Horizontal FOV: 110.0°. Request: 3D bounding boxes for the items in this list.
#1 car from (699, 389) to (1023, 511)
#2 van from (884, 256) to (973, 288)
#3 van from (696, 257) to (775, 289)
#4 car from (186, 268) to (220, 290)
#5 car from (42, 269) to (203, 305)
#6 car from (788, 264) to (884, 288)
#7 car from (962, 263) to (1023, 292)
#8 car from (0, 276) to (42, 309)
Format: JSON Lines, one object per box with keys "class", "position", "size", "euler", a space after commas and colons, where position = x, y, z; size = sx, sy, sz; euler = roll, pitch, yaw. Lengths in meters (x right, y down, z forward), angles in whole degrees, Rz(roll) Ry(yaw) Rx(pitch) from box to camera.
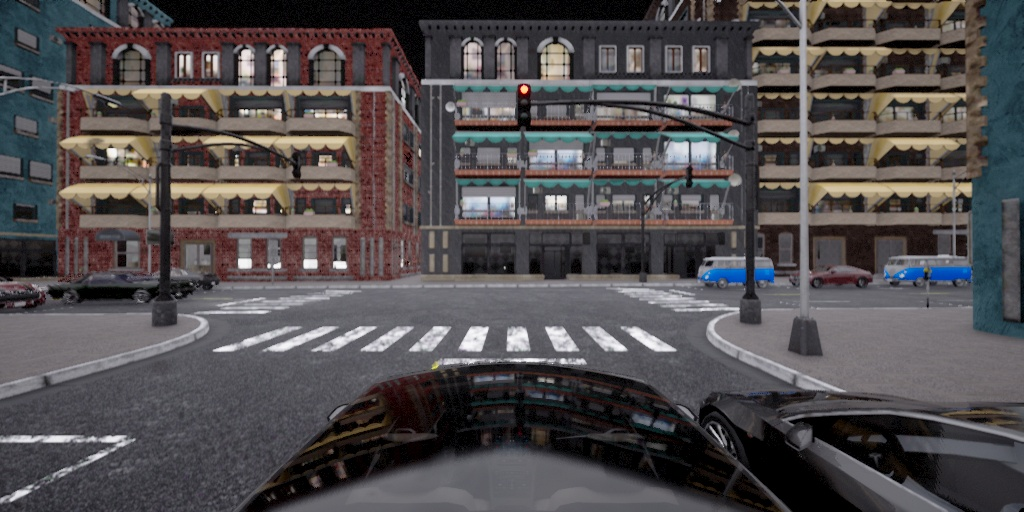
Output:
{"class": "car", "position": [2.566, 1.316, 1.497], "size": [1.948, 1.339, 4.313], "euler": [0, 0, 0]}
{"class": "van", "position": [24.360, 0.894, 21.136], "size": [3.998, 1.789, 1.690], "euler": [0, 0, 0]}
{"class": "van", "position": [13.080, 0.963, 21.071], "size": [3.998, 1.789, 1.690], "euler": [0, 0, 0]}
{"class": "car", "position": [-19.705, 1.383, 21.014], "size": [4.403, 1.370, 2.007], "euler": [0, 0, 0]}
{"class": "car", "position": [-16.742, 1.379, 15.591], "size": [4.718, 1.301, 1.895], "euler": [0, 0, 0]}
{"class": "car", "position": [18.720, 1.169, 21.103], "size": [4.207, 1.307, 1.802], "euler": [0, 0, 0]}
{"class": "car", "position": [26.814, 1.085, 18.688], "size": [4.181, 1.385, 1.994], "euler": [0, 0, 0]}
{"class": "car", "position": [-19.658, 1.217, 12.875], "size": [4.097, 1.591, 1.967], "euler": [0, 0, 0]}
